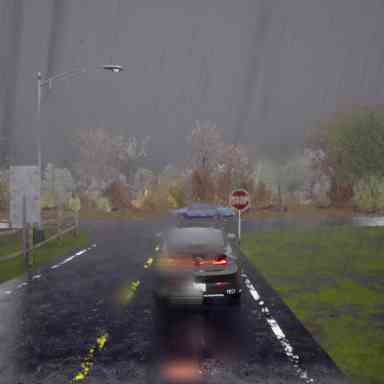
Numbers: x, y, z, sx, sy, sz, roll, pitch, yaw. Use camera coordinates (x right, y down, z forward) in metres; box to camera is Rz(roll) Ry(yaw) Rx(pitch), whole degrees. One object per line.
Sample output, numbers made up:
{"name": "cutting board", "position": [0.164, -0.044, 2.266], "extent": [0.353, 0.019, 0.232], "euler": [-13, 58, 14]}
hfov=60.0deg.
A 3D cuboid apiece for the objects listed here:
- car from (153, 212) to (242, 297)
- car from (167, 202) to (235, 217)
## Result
{"name": "car", "position": [0.109, 1.504, 8.526], "extent": [1.837, 1.490, 4.892], "euler": [0, 0, 0]}
{"name": "car", "position": [0.663, 1.517, 25.989], "extent": [5.357, 1.411, 2.033], "euler": [0, 0, 1]}
